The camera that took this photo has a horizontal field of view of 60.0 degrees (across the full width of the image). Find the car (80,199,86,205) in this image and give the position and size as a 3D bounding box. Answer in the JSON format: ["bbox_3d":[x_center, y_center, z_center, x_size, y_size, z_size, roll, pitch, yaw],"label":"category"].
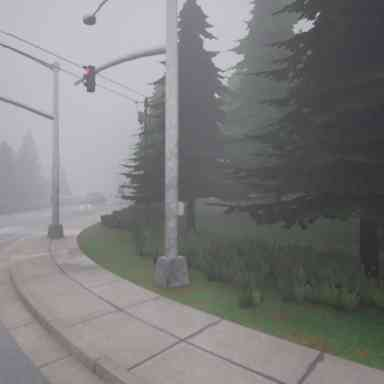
[{"bbox_3d":[-17.458,1.430,56.550,2.033,1.411,5.357,0,0,-3],"label":"car"}]

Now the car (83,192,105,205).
[{"bbox_3d":[-15.972,0.995,56.184,2.128,1.511,4.902,45,3,9],"label":"car"}]
